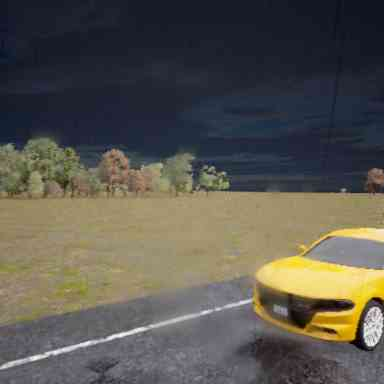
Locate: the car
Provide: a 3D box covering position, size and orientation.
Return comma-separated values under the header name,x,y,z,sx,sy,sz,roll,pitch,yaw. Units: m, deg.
name,x,y,z,sx,sy,sz,roll,pitch,yaw
car,3.341,1.478,6.370,5.008,1.535,1.882,0,0,-35
